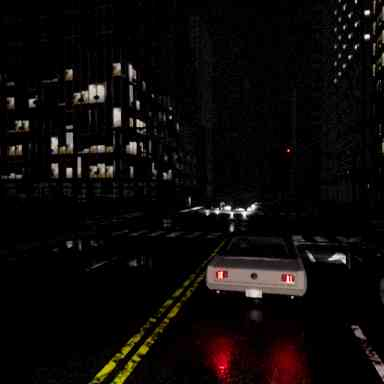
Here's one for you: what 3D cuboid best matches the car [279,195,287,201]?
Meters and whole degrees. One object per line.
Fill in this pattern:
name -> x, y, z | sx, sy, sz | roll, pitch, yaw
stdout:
car -> 21.811, 1.348, 79.818 | 1.895, 1.301, 4.718 | 0, 0, 13

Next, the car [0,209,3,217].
car -> -17.348, 1.433, 26.651 | 4.313, 1.339, 1.947 | 1, 1, 14

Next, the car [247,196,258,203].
car -> 12.767, 1.479, 69.735 | 2.033, 1.411, 5.357 | 0, 0, 13

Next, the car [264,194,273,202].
car -> 16.362, 1.524, 70.826 | 1.895, 1.301, 4.718 | 0, 0, 13

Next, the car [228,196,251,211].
car -> 5.861, 1.500, 40.728 | 1.812, 1.442, 4.674 | 0, 0, 13

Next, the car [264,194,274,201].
car -> 18.640, 1.279, 80.532 | 2.128, 1.511, 4.902 | 0, 0, 13

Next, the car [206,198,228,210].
car -> 3.090, 1.520, 43.168 | 2.033, 1.411, 5.357 | 0, 0, 13

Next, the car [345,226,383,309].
car -> 4.825, 1.500, 7.437 | 1.837, 1.490, 4.892 | 0, 0, 13

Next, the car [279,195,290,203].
car -> 19.424, 1.468, 69.647 | 2.033, 1.411, 5.357 | 0, 0, 13

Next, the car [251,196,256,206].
car -> 7.974, 1.456, 49.731 | 2.128, 1.511, 4.902 | 0, 0, 13

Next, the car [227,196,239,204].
car -> 7.836, 1.455, 63.167 | 1.837, 1.490, 4.892 | 0, 0, 14

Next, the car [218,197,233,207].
car -> 5.412, 1.563, 53.037 | 1.895, 1.301, 4.718 | 0, 0, 13

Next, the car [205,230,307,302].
car -> 1.695, 1.597, 8.337 | 1.895, 1.301, 4.718 | 0, 0, 14
